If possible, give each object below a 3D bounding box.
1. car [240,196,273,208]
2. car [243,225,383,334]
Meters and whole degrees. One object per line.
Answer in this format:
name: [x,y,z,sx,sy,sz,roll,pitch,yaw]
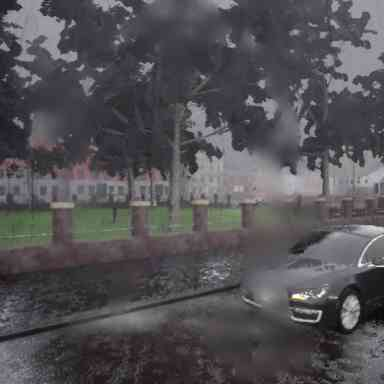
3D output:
car: [8.630,1.359,44.755,1.882,1.535,5.008,0,0,-35]
car: [3.200,1.488,6.816,4.892,1.490,1.837,0,0,-35]
